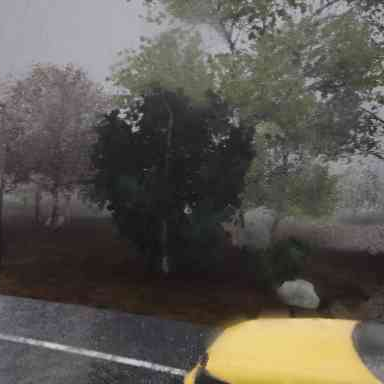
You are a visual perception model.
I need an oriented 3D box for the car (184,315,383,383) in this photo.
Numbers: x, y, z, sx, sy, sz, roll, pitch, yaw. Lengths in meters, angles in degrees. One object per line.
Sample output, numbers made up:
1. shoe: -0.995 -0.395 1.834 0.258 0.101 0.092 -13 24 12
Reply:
1. car: 2.599 1.650 2.747 5.366 1.575 1.801 1 -2 22
